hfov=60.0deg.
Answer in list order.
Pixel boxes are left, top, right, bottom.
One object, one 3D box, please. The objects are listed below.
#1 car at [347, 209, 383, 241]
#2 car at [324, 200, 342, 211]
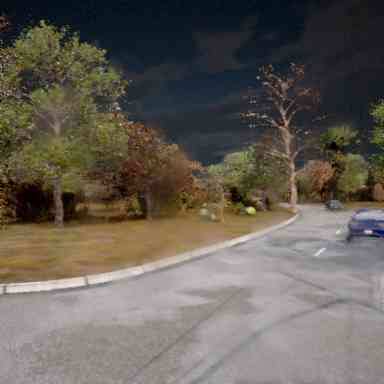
[{"bbox_3d":[8.752,1.569,16.434,1.812,1.442,4.674,-1,0,29],"label":"car"},{"bbox_3d":[20.452,1.915,48.438,2.128,1.511,4.902,0,-1,12],"label":"car"}]
